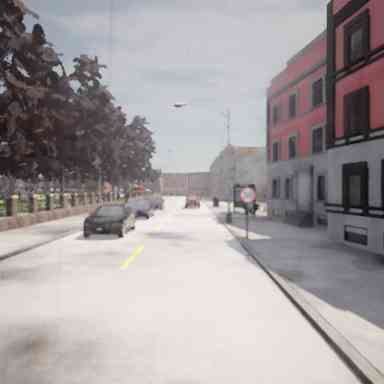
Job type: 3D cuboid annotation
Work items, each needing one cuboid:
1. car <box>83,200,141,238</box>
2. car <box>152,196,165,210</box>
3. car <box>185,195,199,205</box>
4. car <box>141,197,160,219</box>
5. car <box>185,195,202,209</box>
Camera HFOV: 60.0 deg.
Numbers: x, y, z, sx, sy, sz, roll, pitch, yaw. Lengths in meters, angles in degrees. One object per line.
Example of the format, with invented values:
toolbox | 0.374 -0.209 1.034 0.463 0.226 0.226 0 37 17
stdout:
car | -4.104 1.363 17.235 1.882 1.535 5.008 0 0 0
car | -4.078 1.256 37.533 1.837 1.490 4.892 0 0 0
car | -0.001 1.208 51.341 2.033 1.411 5.357 0 0 0
car | -4.105 1.367 27.135 2.033 1.411 5.357 0 0 0
car | 0.099 1.253 41.208 1.812 1.442 4.674 0 0 0
